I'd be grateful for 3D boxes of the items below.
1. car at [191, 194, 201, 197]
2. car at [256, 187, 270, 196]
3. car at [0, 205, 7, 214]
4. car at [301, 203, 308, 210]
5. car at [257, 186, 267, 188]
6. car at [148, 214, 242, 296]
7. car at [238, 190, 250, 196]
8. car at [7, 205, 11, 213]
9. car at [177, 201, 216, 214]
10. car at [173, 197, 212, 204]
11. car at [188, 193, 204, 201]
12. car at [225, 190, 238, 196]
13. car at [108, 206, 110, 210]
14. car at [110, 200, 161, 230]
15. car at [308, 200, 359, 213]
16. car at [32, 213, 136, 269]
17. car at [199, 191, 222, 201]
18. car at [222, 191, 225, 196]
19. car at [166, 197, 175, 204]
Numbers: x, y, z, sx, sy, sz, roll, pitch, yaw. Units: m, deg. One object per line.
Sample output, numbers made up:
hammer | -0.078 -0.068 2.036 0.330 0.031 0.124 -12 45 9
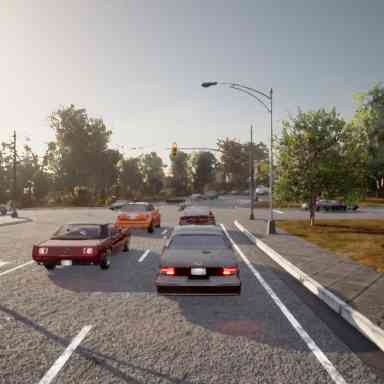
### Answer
car | -0.451 1.640 60.794 1.895 1.301 4.718 0 1 19
car | 17.865 0.264 83.797 1.895 1.301 4.718 0 3 33
car | -21.556 1.708 32.850 4.902 1.511 2.128 -1 0 4
car | 16.053 1.661 41.261 4.718 1.301 1.895 -1 0 4
car | 20.017 -0.763 93.200 2.150 2.045 5.566 0 3 38
car | 0.143 1.558 8.803 2.033 1.411 5.357 0 0 0
car | 14.325 0.261 84.722 2.128 1.511 4.902 0 3 33
car | -22.426 1.745 36.396 4.902 1.511 2.128 -1 0 2
car | 0.330 1.518 18.550 1.882 1.535 5.008 0 0 2
car | -0.023 1.672 39.778 1.994 1.385 4.181 0 0 -37
car | 0.948 1.135 74.266 1.812 1.442 4.674 0 2 23
car | 11.221 0.289 86.355 2.033 1.411 5.357 0 3 30
car | -8.556 1.661 41.358 2.033 1.411 5.357 0 0 9
car | -3.139 1.397 20.119 2.097 1.767 4.553 0 0 2
car | 16.122 1.646 37.750 4.718 1.301 1.895 -1 0 4
car | -3.336 1.618 11.141 1.895 1.301 4.718 0 0 1
car | 4.130 0.832 72.820 2.150 2.045 5.566 0 2 23
car | 7.834 0.397 87.525 1.895 1.301 4.718 0 3 30
car | -3.328 1.614 63.202 1.895 1.301 4.718 0 1 19
